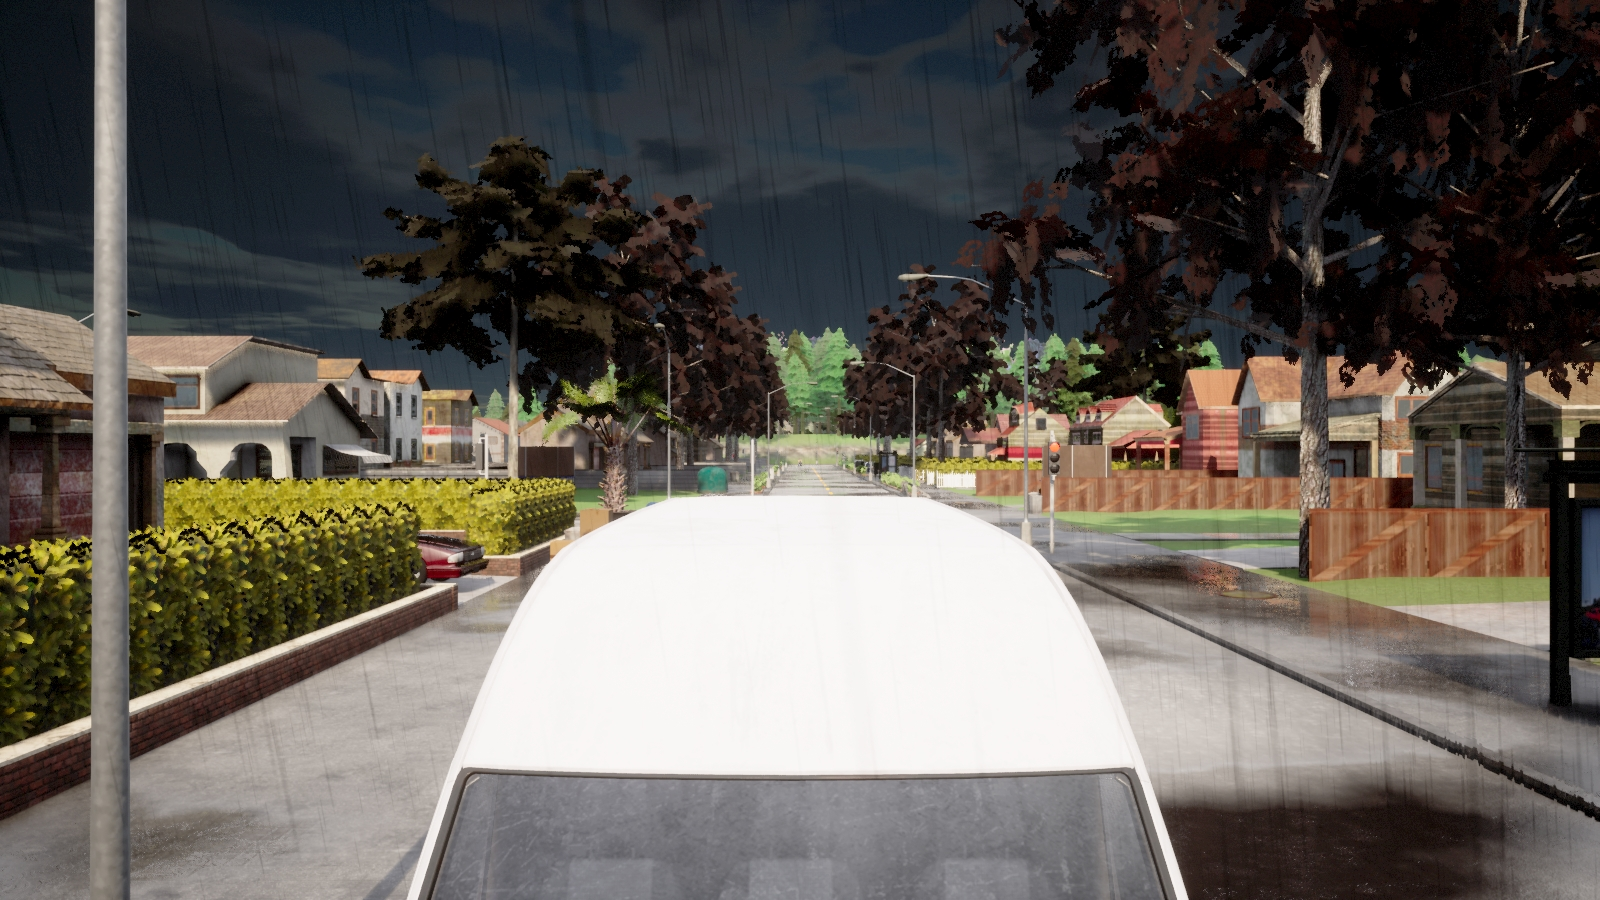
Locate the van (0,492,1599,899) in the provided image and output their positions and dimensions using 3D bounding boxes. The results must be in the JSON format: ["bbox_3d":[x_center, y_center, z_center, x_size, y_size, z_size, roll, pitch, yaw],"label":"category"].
[{"bbox_3d":[0.002,1.537,4.030,1.988,2.561,5.915,0,0,0],"label":"van"}]
